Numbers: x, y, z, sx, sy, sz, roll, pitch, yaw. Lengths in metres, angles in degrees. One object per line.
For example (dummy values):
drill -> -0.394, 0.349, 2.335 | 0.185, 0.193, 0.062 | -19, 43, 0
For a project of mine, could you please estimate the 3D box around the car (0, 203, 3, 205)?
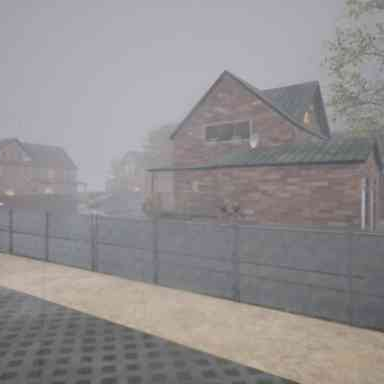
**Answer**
car -> -16.488, 1.300, 24.307 | 1.882, 1.535, 5.008 | 1, 2, 35

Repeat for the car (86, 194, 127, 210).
car -> -8.872, 1.017, 35.008 | 1.837, 1.490, 4.892 | 1, 2, 35
